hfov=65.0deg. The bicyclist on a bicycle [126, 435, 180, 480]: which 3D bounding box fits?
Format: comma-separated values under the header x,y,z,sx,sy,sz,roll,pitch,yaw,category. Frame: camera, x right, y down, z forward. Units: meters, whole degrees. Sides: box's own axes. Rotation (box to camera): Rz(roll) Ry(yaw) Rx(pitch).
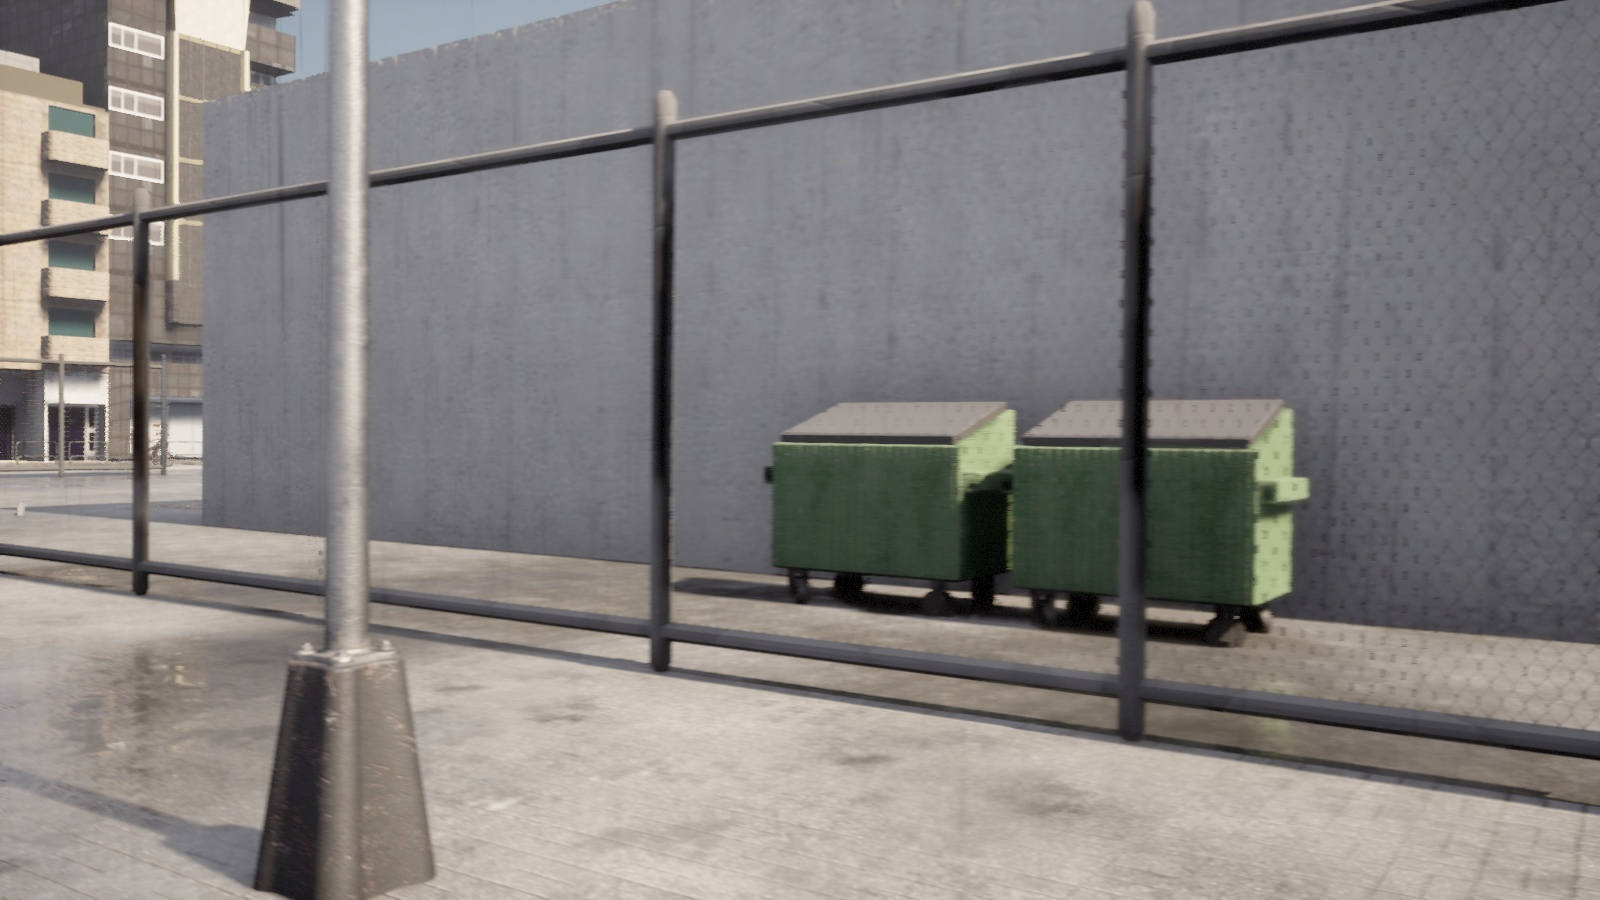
x,y,z,sx,sy,sz,roll,pitch,yaw,category
-23.592,0.257,45.799,0.866,1.612,1.509,0,1,34,bicyclist on a bicycle
